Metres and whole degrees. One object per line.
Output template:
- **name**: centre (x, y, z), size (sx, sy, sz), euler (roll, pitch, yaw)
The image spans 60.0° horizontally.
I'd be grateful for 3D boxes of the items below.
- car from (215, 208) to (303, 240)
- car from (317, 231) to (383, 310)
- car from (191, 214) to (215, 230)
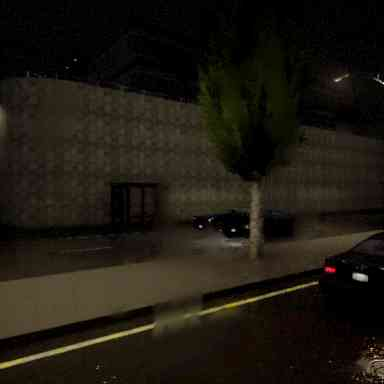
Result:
- **car**: centre (3.510, 1.565, 16.316), size (4.181, 1.385, 1.994), euler (0, 0, -35)
- **car**: centre (5.005, 1.548, 7.312), size (5.357, 1.411, 2.033), euler (0, 0, -35)
- **car**: centre (2.281, 1.602, 19.739), size (4.718, 1.301, 1.895), euler (0, 0, -35)
